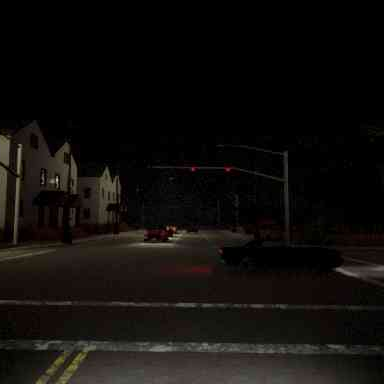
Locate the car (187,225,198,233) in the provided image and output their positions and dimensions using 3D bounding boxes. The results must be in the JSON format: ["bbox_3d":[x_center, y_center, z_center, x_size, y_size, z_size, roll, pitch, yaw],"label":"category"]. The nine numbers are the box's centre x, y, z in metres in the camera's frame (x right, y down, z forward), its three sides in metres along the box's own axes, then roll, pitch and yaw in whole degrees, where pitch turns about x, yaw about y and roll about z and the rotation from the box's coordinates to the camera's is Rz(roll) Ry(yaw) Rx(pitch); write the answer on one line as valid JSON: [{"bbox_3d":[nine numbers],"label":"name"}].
[{"bbox_3d":[0.097,6.472,57.910,2.033,1.411,5.357,0,-5,0],"label":"car"}]

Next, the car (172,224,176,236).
[{"bbox_3d":[-3.512,5.176,43.427,1.994,1.385,4.181,0,-5,0],"label":"car"}]

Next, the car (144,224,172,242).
[{"bbox_3d":[-3.529,4.074,33.505,2.097,1.767,4.553,0,-5,0],"label":"car"}]

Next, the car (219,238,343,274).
[{"bbox_3d":[3.522,2.545,13.592,4.718,1.301,1.895,1,-5,1],"label":"car"}]
